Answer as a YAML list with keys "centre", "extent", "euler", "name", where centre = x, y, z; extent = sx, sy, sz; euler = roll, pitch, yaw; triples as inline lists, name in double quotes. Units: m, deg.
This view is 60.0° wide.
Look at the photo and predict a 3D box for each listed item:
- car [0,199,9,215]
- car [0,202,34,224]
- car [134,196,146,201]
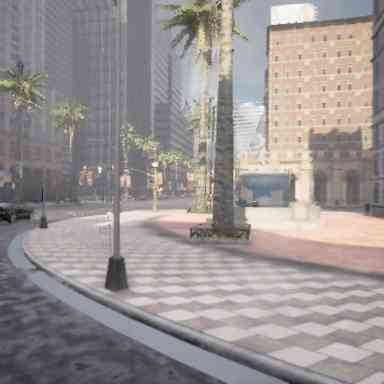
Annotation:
- centre: [-20.323, 1.488, 32.158]
  extent: [1.837, 1.490, 4.892]
  euler: [0, -1, 11]
  name: "car"
- centre: [-13.683, 1.475, 25.036]
  extent: [1.882, 1.535, 5.008]
  euler: [0, 0, -2]
  name: "car"
- centre: [-14.390, 1.727, 92.334]
  extent: [2.161, 1.482, 4.786]
  euler: [0, 0, 11]
  name: "car"
